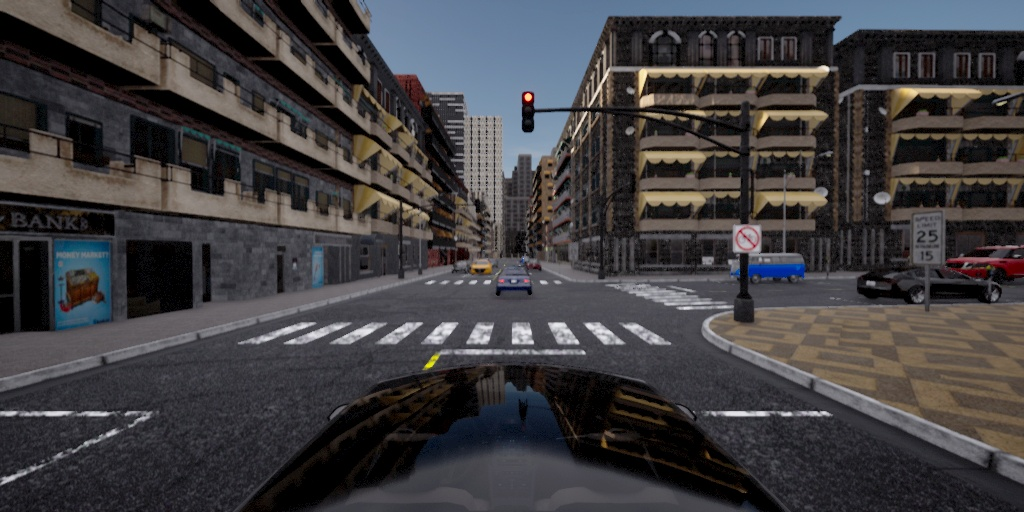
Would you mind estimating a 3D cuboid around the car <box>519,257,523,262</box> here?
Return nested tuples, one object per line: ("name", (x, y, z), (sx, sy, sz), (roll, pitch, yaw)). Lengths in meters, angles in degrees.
("car", (2.713, 1.172, 62.100), (2.007, 1.370, 4.403), (0, 0, 0))

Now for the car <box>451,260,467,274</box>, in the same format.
("car", (-5.676, 1.212, 39.998), (2.007, 1.370, 4.403), (0, 0, 0))

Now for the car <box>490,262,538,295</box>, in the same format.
("car", (0.103, 1.252, 19.560), (2.033, 1.411, 5.357), (0, 0, 0))

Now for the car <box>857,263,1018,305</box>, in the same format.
("car", (15.777, 1.048, 13.726), (4.313, 1.339, 1.948), (0, 0, -1))

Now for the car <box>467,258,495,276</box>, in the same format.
("car", (-3.084, 1.145, 36.780), (1.882, 1.535, 5.008), (0, 0, 0))

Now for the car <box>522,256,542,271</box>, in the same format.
("car", (2.706, 1.091, 45.517), (1.967, 1.591, 4.097), (0, 0, 0))

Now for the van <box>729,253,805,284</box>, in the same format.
("van", (15.662, 0.732, 22.105), (3.998, 1.789, 1.690), (0, 0, -1))

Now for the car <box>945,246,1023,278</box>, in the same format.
("car", (26.885, 0.464, 19.657), (5.566, 2.045, 2.150), (-1, 1, -1))

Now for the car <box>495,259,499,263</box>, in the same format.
("car", (-3.058, 1.126, 54.722), (2.128, 1.511, 4.902), (0, 0, 0))
